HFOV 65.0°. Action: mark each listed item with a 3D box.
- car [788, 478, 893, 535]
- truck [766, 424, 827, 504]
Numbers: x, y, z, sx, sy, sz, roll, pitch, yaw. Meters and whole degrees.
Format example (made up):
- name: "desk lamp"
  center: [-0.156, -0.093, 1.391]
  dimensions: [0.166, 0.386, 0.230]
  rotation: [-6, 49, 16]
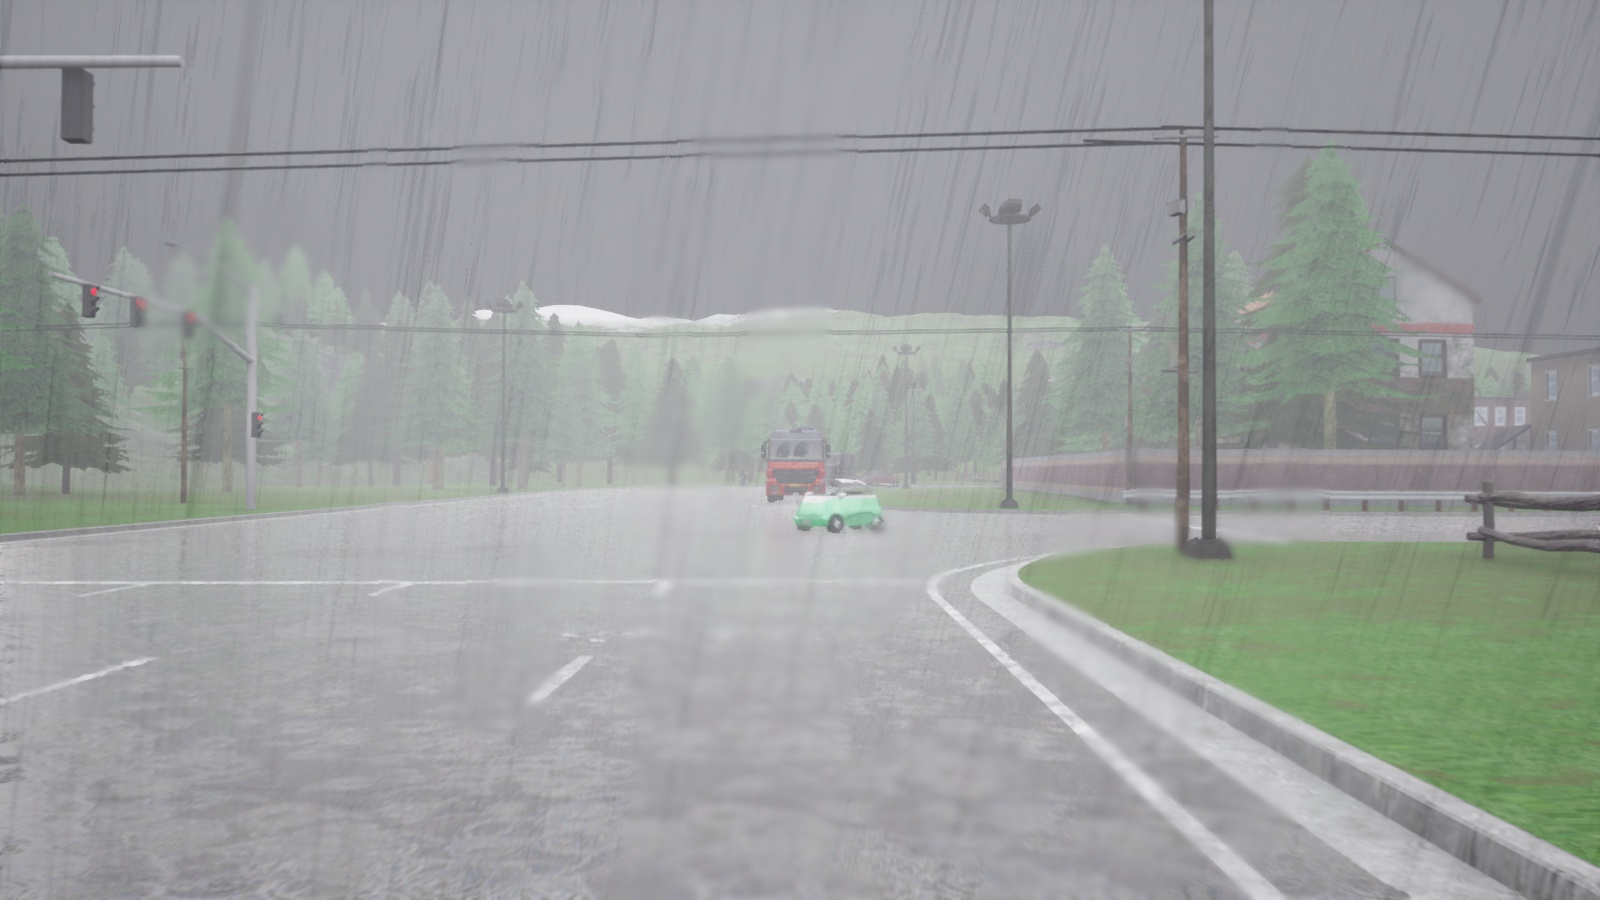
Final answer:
- name: "car"
  center: [1.034, 1.398, 31.824]
  dimensions: [2.207, 1.376, 1.481]
  rotation: [1, -2, -38]
- name: "truck"
  center: [-0.194, 0.724, 64.174]
  dimensions: [2.891, 3.827, 8.468]
  rotation: [0, -1, 0]
